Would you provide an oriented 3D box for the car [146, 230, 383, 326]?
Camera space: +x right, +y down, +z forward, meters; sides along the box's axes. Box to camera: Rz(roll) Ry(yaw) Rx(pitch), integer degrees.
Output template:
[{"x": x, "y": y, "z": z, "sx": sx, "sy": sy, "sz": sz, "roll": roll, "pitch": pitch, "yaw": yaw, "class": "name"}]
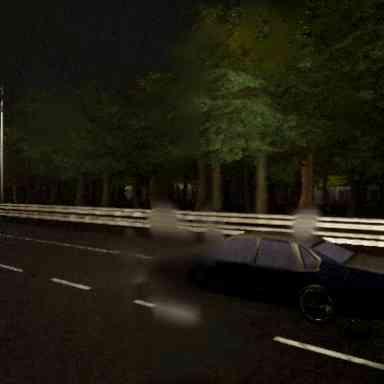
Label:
[{"x": 1.523, "y": 1.548, "z": 7.081, "sx": 5.357, "sy": 1.411, "sz": 2.033, "roll": 0, "pitch": 0, "yaw": 36, "class": "car"}]
